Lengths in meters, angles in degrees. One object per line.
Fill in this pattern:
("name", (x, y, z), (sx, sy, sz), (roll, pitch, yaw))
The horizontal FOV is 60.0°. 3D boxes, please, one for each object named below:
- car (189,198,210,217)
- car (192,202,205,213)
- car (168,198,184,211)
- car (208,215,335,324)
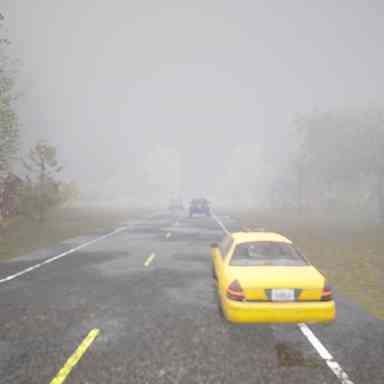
("car", (0.814, 1.660, 36.469), (2.150, 2.045, 5.566), (0, -1, 1))
("car", (0.966, 2.111, 46.965), (1.812, 1.442, 4.674), (0, -1, 2))
("car", (-2.464, 1.902, 52.489), (2.150, 2.045, 5.566), (0, -1, 1))
("car", (1.399, 1.532, 7.515), (1.801, 1.575, 5.366), (0, -1, 1))
